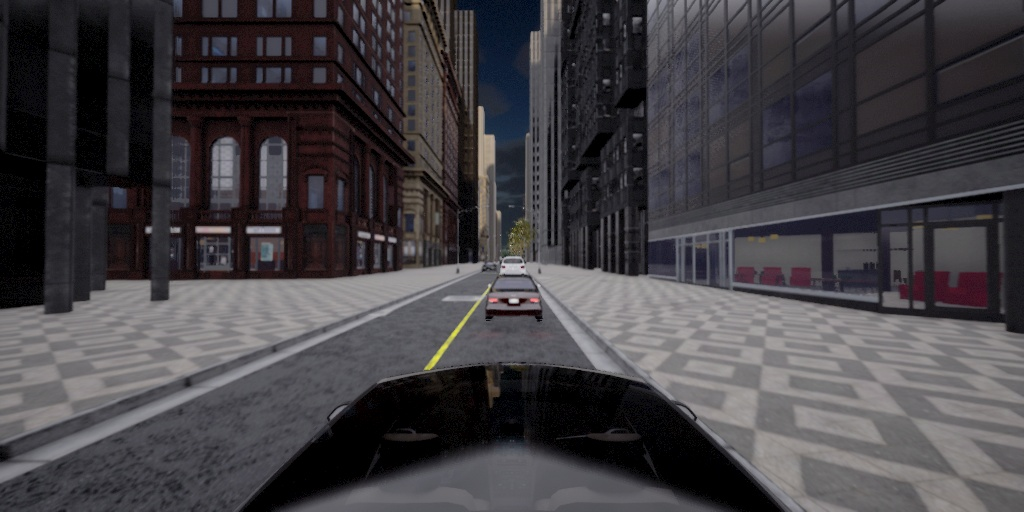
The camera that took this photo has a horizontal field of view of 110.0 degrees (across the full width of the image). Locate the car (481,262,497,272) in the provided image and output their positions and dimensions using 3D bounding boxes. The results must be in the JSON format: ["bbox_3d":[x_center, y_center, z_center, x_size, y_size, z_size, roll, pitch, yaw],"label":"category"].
[{"bbox_3d":[-3.068,1.502,48.585,1.994,1.385,4.181,0,0,0],"label":"car"}]

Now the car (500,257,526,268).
[{"bbox_3d":[0.100,1.094,32.698,2.150,2.045,5.566,0,0,0],"label":"car"}]

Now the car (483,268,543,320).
[{"bbox_3d":[0.068,1.341,12.760,2.033,1.411,5.357,0,0,0],"label":"car"}]
